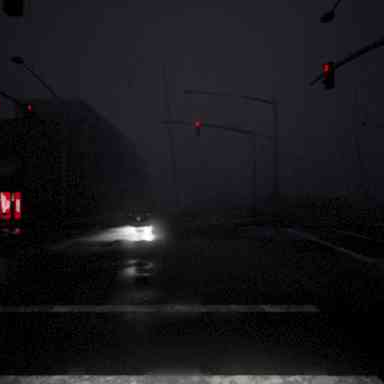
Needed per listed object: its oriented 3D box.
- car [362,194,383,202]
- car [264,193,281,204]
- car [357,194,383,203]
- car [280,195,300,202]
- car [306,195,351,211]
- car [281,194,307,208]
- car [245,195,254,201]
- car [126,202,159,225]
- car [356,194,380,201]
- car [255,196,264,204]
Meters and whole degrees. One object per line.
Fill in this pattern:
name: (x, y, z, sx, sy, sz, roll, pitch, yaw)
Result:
car: (40.020, 1.287, 72.480, 5.027, 1.636, 2.152, 0, 0, 0)
car: (14.198, 1.048, 54.132, 3.866, 1.878, 1.905, 0, 0, 0)
car: (32.339, 1.285, 60.638, 3.633, 1.501, 1.845, 0, 0, 0)
car: (21.354, 1.340, 72.637, 3.806, 1.475, 1.970, 0, 0, 0)
car: (14.511, 1.219, 34.920, 3.806, 1.475, 1.970, 0, 0, 0)
car: (14.191, 1.135, 41.337, 5.027, 1.636, 2.152, 0, 0, 0)
car: (13.935, 1.327, 75.621, 3.633, 1.501, 1.845, 0, 0, 0)
car: (-3.485, 1.473, 24.110, 2.128, 1.511, 4.902, 0, 0, 0)
car: (39.969, 1.293, 75.617, 4.514, 1.523, 2.007, 0, 0, 0)
car: (13.788, 1.066, 57.037, 4.605, 1.855, 1.932, 0, 0, 0)
